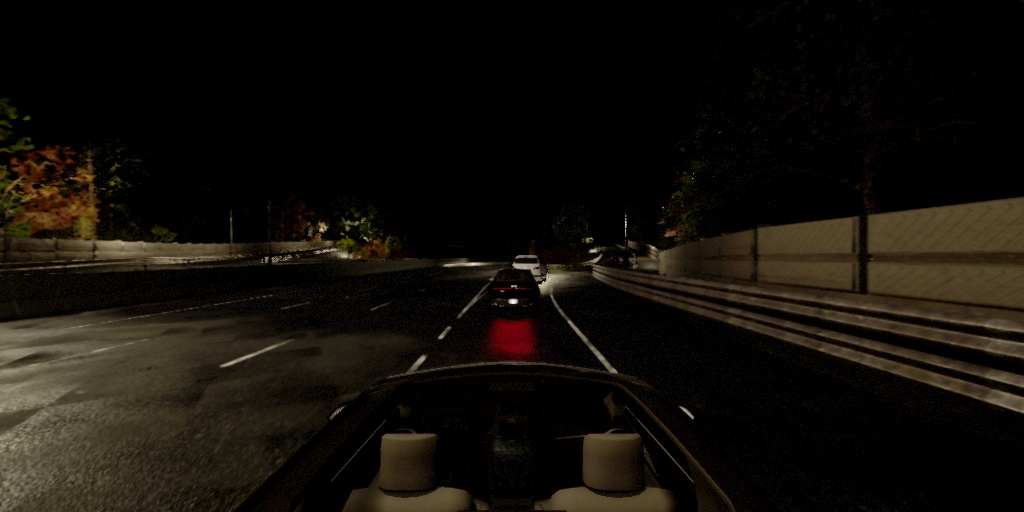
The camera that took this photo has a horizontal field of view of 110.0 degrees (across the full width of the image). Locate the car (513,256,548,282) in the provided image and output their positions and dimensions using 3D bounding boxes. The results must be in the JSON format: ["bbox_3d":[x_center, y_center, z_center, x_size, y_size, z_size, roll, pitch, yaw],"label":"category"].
[{"bbox_3d":[1.399,1.004,27.002,2.150,2.045,5.566,0,-1,10],"label":"car"}]

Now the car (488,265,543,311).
[{"bbox_3d":[0.129,1.264,14.380,1.837,1.490,4.892,0,0,2],"label":"car"}]
